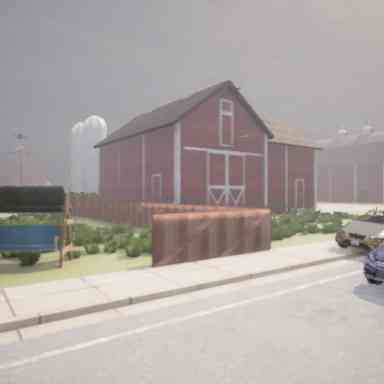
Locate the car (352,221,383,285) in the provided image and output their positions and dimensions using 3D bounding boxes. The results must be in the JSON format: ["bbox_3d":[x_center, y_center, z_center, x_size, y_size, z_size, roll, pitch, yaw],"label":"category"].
[{"bbox_3d":[6.226,1.528,8.358,4.674,1.442,1.812,0,0,-35],"label":"car"}]

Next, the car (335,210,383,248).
[{"bbox_3d":[7.282,1.458,12.706,4.193,1.474,1.816,0,6,-38],"label":"car"}]
